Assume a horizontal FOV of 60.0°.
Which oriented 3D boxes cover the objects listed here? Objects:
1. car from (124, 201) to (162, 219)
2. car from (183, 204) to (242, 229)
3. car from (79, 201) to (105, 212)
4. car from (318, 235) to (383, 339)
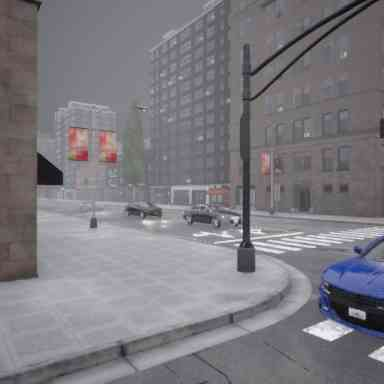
[{"bbox_3d":[-4.538,1.579,30.659,1.882,1.535,5.008,0,0,-35],"label":"car"},{"bbox_3d":[1.284,1.554,22.549,2.128,1.511,4.902,0,0,-36],"label":"car"},{"bbox_3d":[-12.674,1.755,42.028,1.895,1.301,4.718,0,0,-35],"label":"car"},{"bbox_3d":[4.396,1.472,6.246,5.008,1.535,1.882,0,0,-36],"label":"car"}]
